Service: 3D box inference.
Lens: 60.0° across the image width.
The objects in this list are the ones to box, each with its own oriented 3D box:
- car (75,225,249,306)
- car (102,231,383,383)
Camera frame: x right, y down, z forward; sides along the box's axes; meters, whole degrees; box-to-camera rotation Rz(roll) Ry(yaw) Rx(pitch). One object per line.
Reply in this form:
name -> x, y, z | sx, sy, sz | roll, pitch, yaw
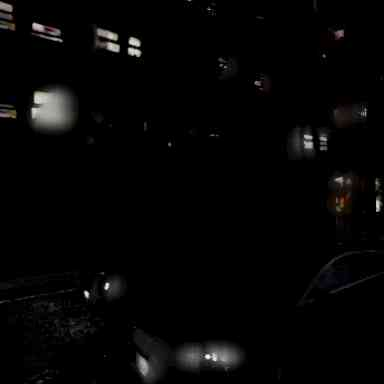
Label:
car -> 0.190, 1.522, 7.805 | 5.357, 1.411, 2.033 | 0, 0, -35
car -> 1.517, 1.470, 4.756 | 4.902, 1.511, 2.128 | -1, 0, -35
